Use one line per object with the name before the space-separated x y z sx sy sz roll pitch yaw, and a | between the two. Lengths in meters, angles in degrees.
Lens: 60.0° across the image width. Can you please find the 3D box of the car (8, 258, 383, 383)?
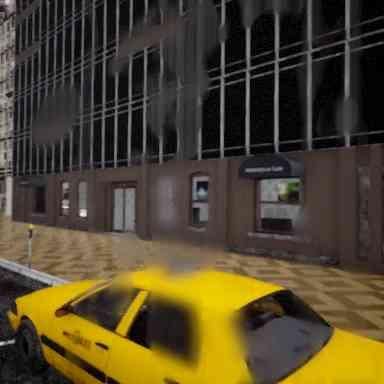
car | -0.306 1.523 3.784 5.366 1.575 1.801 0 -1 41
